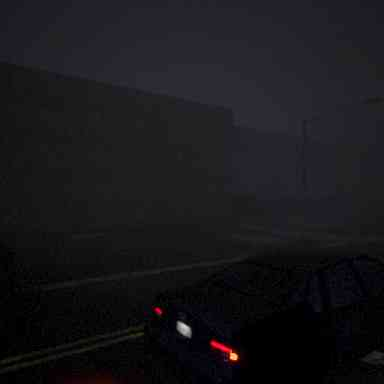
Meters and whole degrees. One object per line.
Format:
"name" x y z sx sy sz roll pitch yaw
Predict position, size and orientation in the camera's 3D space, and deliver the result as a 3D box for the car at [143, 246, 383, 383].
"car" 1.959 1.587 5.133 5.357 1.411 2.033 1 0 -35
